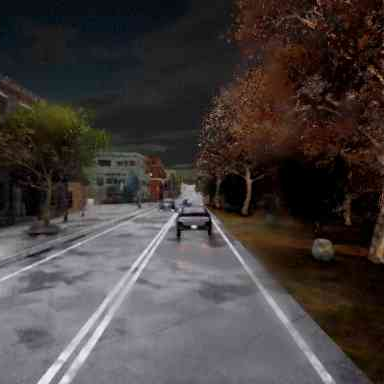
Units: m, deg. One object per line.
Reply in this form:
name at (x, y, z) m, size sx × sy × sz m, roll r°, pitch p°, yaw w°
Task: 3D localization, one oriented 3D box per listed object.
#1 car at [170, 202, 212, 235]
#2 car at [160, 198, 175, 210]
car at (0.104, 1.495, 18.792) m, size 2.128 × 1.511 × 4.902 m, roll 0°, pitch 0°, yaw 0°
car at (-3.275, 1.604, 45.515) m, size 2.128 × 1.511 × 4.902 m, roll 0°, pitch -1°, yaw 1°
